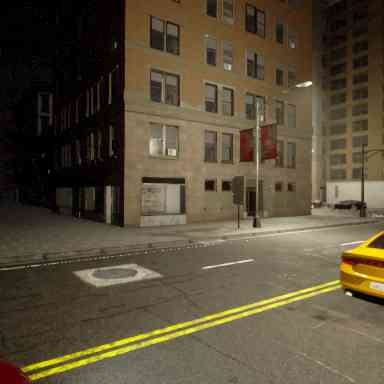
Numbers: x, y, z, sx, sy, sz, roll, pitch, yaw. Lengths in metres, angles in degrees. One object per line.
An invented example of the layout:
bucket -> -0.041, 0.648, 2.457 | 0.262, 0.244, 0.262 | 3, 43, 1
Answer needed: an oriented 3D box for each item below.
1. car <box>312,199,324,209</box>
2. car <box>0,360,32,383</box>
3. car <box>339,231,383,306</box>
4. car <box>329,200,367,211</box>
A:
car -> 15.578, 1.582, 44.937 | 2.008, 1.369, 4.403 | 0, 0, -35
car -> -3.101, 1.526, 1.223 | 4.674, 1.442, 1.812 | 0, 0, -36
car -> 5.222, 1.478, 7.183 | 5.008, 1.535, 1.882 | 0, 0, -35
car -> 18.854, 1.596, 40.319 | 1.947, 1.339, 4.313 | 0, 0, -35
